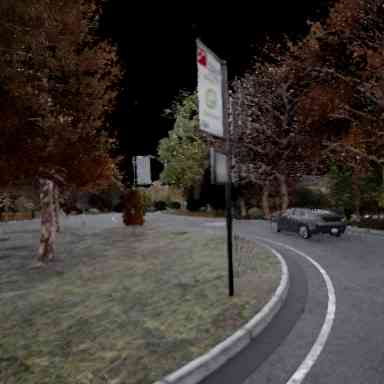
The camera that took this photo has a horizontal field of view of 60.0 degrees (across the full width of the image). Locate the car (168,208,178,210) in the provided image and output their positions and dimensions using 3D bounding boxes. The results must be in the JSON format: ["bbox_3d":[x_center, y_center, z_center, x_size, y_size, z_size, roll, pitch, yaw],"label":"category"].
[{"bbox_3d":[-5.314,4.650,82.124,1.882,1.535,5.008,-2,-5,3],"label":"car"}]

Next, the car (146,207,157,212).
[{"bbox_3d":[-9.189,4.272,76.163,1.837,1.490,4.892,-2,-5,3],"label":"car"}]

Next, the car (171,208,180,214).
[{"bbox_3d":[-4.643,5.420,92.527,1.837,1.490,4.892,-2,-5,5],"label":"car"}]

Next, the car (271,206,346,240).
[{"bbox_3d":[5.831,1.514,17.314,1.837,1.490,4.892,0,-1,-14],"label":"car"}]
